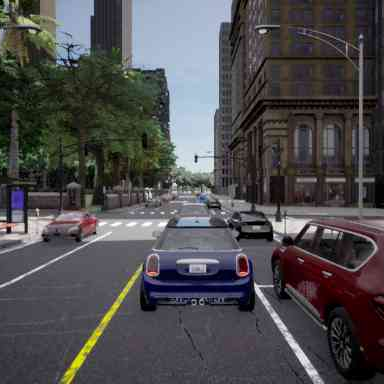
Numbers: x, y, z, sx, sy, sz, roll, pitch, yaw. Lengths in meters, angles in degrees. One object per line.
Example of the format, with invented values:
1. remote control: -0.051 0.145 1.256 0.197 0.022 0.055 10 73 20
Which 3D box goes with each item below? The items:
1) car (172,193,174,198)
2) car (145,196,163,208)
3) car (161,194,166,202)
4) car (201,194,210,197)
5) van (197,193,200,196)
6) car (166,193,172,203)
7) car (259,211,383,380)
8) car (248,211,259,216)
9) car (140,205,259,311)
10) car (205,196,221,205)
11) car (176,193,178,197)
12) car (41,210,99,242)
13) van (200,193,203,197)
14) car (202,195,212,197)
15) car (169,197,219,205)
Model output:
1. car: -5.806 1.264 75.242 2.192 1.841 5.009 0 0 0
2. car: -5.791 1.528 48.140 2.008 1.369 4.403 0 0 0
3. car: -5.795 1.413 53.560 1.967 1.590 4.097 0 0 0
4. car: 2.731 1.499 53.715 1.752 1.417 4.829 0 0 0
5. van: 2.717 1.282 80.647 1.690 1.788 3.998 0 0 0
6. car: -5.803 1.396 69.821 1.967 1.590 4.097 0 0 0
7. car: 2.755 1.314 5.417 2.192 1.841 5.009 0 0 0
8. car: 2.750 1.562 16.267 1.947 1.339 4.313 0 0 0
9. car: 0.098 1.351 7.915 2.097 1.767 4.553 0 0 0
10. car: 2.737 1.547 42.704 1.947 1.339 4.313 0 0 0
11. car: -5.814 1.239 91.502 2.192 1.841 5.009 0 0 0
12. car: -5.775 1.578 16.281 1.802 1.307 4.206 0 0 0
13. van: 2.728 1.309 58.965 1.690 1.788 3.998 0 0 0
14. car: 2.734 1.544 48.125 1.947 1.339 4.313 0 0 0
15. car: 0.091 1.348 17.449 2.097 1.767 4.553 0 0 0
